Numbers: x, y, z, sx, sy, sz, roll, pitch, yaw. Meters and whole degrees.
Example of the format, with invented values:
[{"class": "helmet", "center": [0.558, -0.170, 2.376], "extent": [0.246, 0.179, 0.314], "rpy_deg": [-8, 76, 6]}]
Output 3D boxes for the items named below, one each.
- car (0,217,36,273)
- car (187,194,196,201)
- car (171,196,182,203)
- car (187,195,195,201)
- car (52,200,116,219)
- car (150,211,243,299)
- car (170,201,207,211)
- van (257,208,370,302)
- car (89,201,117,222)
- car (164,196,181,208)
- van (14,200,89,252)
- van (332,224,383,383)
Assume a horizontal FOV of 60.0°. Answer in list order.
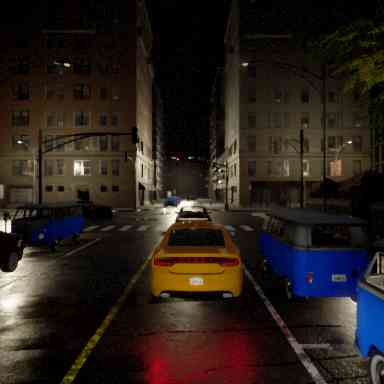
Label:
[{"class": "car", "center": [-5.822, 1.544, 7.980], "extent": [1.887, 1.381, 4.507], "rpy_deg": [0, 0, 0]}, {"class": "car", "center": [-0.226, 1.340, 79.427], "extent": [2.097, 1.767, 4.553], "rpy_deg": [0, 0, -1]}, {"class": "car", "center": [-3.141, 1.523, 69.690], "extent": [2.033, 1.411, 5.357], "rpy_deg": [0, 0, -1]}, {"class": "car", "center": [-0.313, 1.584, 89.208], "extent": [1.895, 1.301, 4.718], "rpy_deg": [0, 0, -1]}, {"class": "car", "center": [-9.271, 1.483, 28.924], "extent": [4.902, 1.511, 2.128], "rpy_deg": [0, 0, -1]}, {"class": "car", "center": [0.114, 1.477, 8.540], "extent": [1.882, 1.535, 5.008], "rpy_deg": [0, 0, 1]}, {"class": "car", "center": [0.075, 1.486, 17.959], "extent": [2.128, 1.511, 4.902], "rpy_deg": [0, 0, 0]}, {"class": "van", "center": [2.705, 1.340, 7.952], "extent": [1.690, 1.788, 3.998], "rpy_deg": [0, 0, 0]}, {"class": "car", "center": [-8.235, 1.580, 25.683], "extent": [4.718, 1.301, 1.895], "rpy_deg": [0, 0, -1]}, {"class": "car", "center": [-3.050, 1.463, 48.917], "extent": [1.882, 1.535, 5.008], "rpy_deg": [0, 0, 0]}, {"class": "van", "center": [-5.796, 1.338, 13.640], "extent": [1.690, 1.788, 3.998], "rpy_deg": [0, 0, 0]}, {"class": "van", "center": [2.680, 1.341, 2.295], "extent": [1.690, 1.788, 3.998], "rpy_deg": [0, 0, 0]}]
